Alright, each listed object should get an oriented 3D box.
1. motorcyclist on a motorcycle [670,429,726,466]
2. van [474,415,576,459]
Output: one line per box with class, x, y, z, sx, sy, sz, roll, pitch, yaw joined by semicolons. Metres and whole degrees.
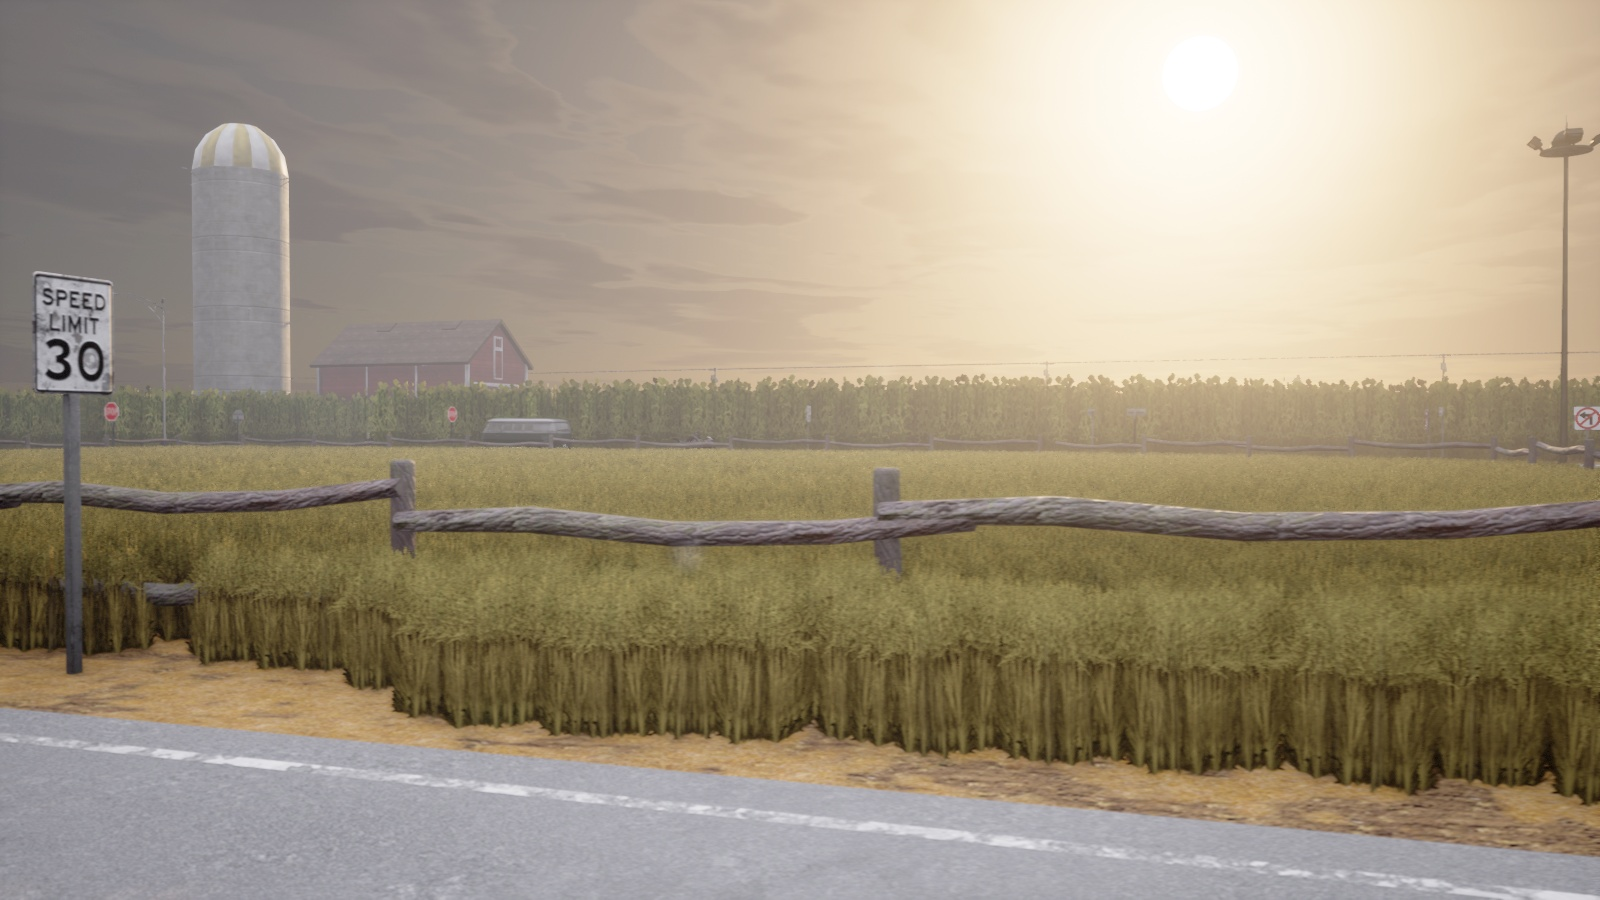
motorcyclist on a motorcycle;-4.332;-0.103;53.240;2.191;1.530;0.866;1;1;19
van;-13.048;-0.615;59.572;4.442;1.987;1.775;1;1;19
